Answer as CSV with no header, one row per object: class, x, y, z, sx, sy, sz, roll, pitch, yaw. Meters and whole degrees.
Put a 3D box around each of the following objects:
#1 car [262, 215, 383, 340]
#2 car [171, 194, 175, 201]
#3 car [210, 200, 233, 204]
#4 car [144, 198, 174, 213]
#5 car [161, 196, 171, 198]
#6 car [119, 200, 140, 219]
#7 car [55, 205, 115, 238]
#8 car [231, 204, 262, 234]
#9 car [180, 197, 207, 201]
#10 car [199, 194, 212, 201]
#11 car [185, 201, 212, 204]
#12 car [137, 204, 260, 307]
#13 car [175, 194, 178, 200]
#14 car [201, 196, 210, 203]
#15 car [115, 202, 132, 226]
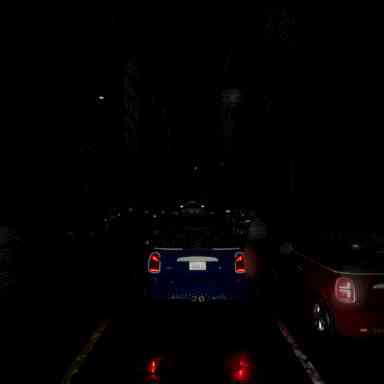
car,2.856,1.440,6.548,1.967,1.590,4.097,0,0,0
car,-5.593,1.615,76.476,2.008,1.369,4.403,0,0,0
car,2.863,1.569,28.553,1.947,1.339,4.313,0,0,0
car,-2.992,1.557,29.329,2.033,1.411,5.357,0,0,0
car,-5.616,1.625,65.659,1.802,1.307,4.206,0,0,0
car,-5.663,1.443,28.556,1.967,1.590,4.097,0,0,0
car,-5.666,1.567,17.553,1.947,1.339,4.313,0,0,0
car,2.859,1.552,17.551,2.008,1.369,4.403,0,0,0
car,0.008,1.459,27.419,1.801,1.575,5.366,0,0,0
car,2.908,1.483,65.644,1.967,1.590,4.097,0,0,0
car,0.101,1.479,17.398,1.882,1.535,5.008,0,0,0
car,0.102,1.352,8.117,2.097,1.767,4.553,0,0,0
car,-5.559,1.637,92.532,1.752,1.417,4.829,0,0,0
car,2.920,1.579,71.223,1.752,1.417,4.829,0,0,0
car,-5.664,1.584,23.055,1.802,1.307,4.206,0,0,0
